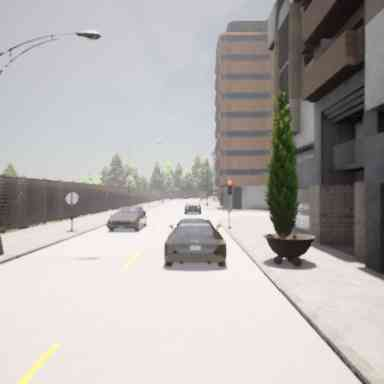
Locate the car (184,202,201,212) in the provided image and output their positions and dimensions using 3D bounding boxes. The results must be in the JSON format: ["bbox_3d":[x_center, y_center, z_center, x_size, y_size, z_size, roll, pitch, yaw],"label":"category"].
[{"bbox_3d":[0.107,1.777,38.483,1.895,1.301,4.718,0,0,0],"label":"car"}]

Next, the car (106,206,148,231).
[{"bbox_3d":[-4.003,1.646,21.462,2.033,1.411,5.357,0,0,0],"label":"car"}]

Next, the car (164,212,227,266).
[{"bbox_3d":[0.101,1.618,11.720,1.994,1.385,4.181,0,0,0],"label":"car"}]
